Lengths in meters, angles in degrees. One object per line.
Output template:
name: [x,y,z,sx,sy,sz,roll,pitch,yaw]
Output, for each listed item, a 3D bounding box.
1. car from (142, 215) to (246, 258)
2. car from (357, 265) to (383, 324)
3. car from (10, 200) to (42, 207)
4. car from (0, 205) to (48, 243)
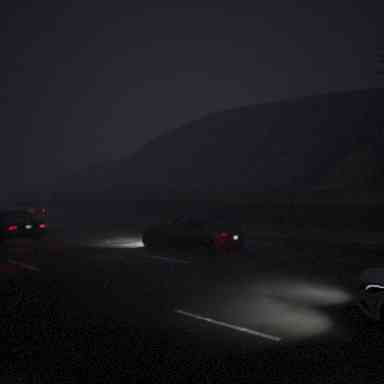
car: [-0.008,1.580,13.037,4.181,1.385,1.994,0,0,39]
car: [4.995,1.542,4.817,4.674,1.442,1.812,0,0,35]
car: [-12.645,1.357,24.818,2.097,1.767,4.553,0,0,-44]
car: [-8.896,1.550,16.078,5.357,1.411,2.033,0,0,43]
